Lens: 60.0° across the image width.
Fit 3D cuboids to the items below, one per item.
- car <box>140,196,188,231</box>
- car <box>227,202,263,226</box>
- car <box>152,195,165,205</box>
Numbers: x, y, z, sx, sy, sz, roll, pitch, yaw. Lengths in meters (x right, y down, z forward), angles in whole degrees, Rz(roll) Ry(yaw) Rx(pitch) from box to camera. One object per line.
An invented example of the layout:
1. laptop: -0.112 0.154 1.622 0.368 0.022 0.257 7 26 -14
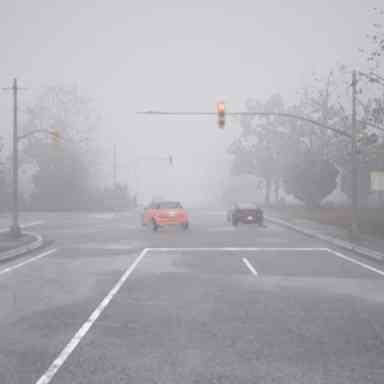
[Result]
1. car: -1.876 1.315 20.831 2.097 1.767 4.553 0 0 -20
2. car: 3.553 1.438 22.867 1.882 1.535 5.008 0 0 0
3. car: -6.789 1.605 66.593 2.150 2.045 5.566 0 -1 -11
